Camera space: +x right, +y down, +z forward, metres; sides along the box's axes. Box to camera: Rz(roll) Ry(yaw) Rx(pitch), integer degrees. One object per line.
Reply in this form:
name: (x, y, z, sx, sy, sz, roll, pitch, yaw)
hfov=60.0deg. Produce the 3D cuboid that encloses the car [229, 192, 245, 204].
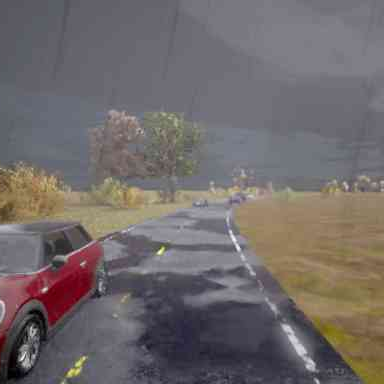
car: (8.072, 1.337, 61.846, 2.097, 1.767, 4.553, 0, 0, 13)

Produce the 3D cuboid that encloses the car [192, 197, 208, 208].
car: (1.251, 1.481, 48.505, 2.128, 1.511, 4.902, 0, 0, 10)

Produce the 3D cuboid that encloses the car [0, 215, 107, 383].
car: (-2.971, 1.346, 5.482, 2.097, 1.767, 4.553, 0, 0, 1)

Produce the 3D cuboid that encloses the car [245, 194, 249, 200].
car: (11.505, 1.053, 79.548, 2.150, 2.045, 5.566, 0, 0, 17)
